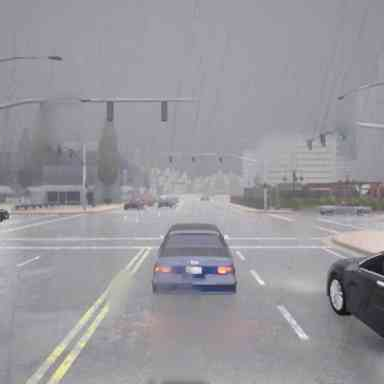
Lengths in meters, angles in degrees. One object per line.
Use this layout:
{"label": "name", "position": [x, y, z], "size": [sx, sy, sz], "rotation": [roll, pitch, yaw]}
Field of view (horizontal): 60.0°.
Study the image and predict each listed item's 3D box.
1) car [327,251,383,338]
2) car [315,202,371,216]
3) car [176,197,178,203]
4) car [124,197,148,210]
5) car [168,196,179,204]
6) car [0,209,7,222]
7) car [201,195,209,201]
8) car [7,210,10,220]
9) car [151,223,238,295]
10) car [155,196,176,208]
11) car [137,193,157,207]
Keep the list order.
{"label": "car", "position": [3.547, 1.505, 4.636], "size": [1.837, 1.490, 4.892], "rotation": [0, 0, 0]}
{"label": "car", "position": [14.343, 1.599, 31.804], "size": [4.718, 1.301, 1.895], "rotation": [0, 0, 1]}
{"label": "car", "position": [-3.771, 1.488, 56.828], "size": [2.128, 1.511, 4.902], "rotation": [0, 0, 0]}
{"label": "car", "position": [-7.287, 1.598, 42.252], "size": [1.895, 1.301, 4.718], "rotation": [0, 0, 1]}
{"label": "car", "position": [-3.748, 1.560, 66.696], "size": [1.994, 1.385, 4.181], "rotation": [0, 0, 0]}
{"label": "car", "position": [-14.803, 1.222, 20.238], "size": [5.566, 2.045, 2.150], "rotation": [0, 0, 0]}
{"label": "car", "position": [3.222, 1.548, 84.560], "size": [1.994, 1.385, 4.181], "rotation": [0, 0, 0]}
{"label": "car", "position": [-15.862, 1.476, 23.942], "size": [5.008, 1.535, 1.882], "rotation": [0, 0, -4]}
{"label": "car", "position": [0.053, 1.547, 8.881], "size": [2.033, 1.411, 5.357], "rotation": [0, 0, 0]}
{"label": "car", "position": [-3.755, 1.598, 47.558], "size": [1.895, 1.301, 4.718], "rotation": [0, 0, 0]}
{"label": "car", "position": [-7.260, 1.219, 51.896], "size": [2.150, 2.045, 5.566], "rotation": [0, 0, 0]}
